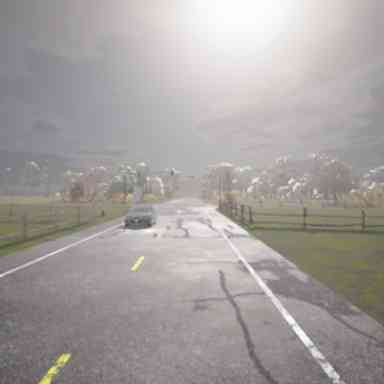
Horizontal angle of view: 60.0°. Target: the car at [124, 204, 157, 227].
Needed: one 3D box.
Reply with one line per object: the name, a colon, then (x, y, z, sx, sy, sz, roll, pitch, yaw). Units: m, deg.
car: (-3.599, 1.650, 23.948, 1.837, 1.490, 4.892, 0, -1, 0)
